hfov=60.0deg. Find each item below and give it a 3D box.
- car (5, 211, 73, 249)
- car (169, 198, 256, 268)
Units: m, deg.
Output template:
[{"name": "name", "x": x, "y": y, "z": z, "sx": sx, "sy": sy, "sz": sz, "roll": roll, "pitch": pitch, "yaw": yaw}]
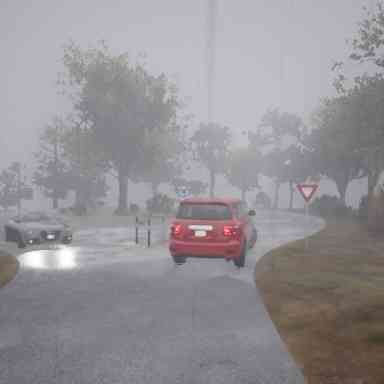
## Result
[{"name": "car", "x": -6.775, "y": 1.561, "z": 14.562, "sx": 1.994, "sy": 1.385, "sz": 4.181, "roll": 0, "pitch": 0, "yaw": -39}, {"name": "car", "x": 0.928, "y": 1.219, "z": 11.588, "sx": 2.150, "sy": 2.045, "sz": 5.566, "roll": 0, "pitch": 0, "yaw": 15}]
